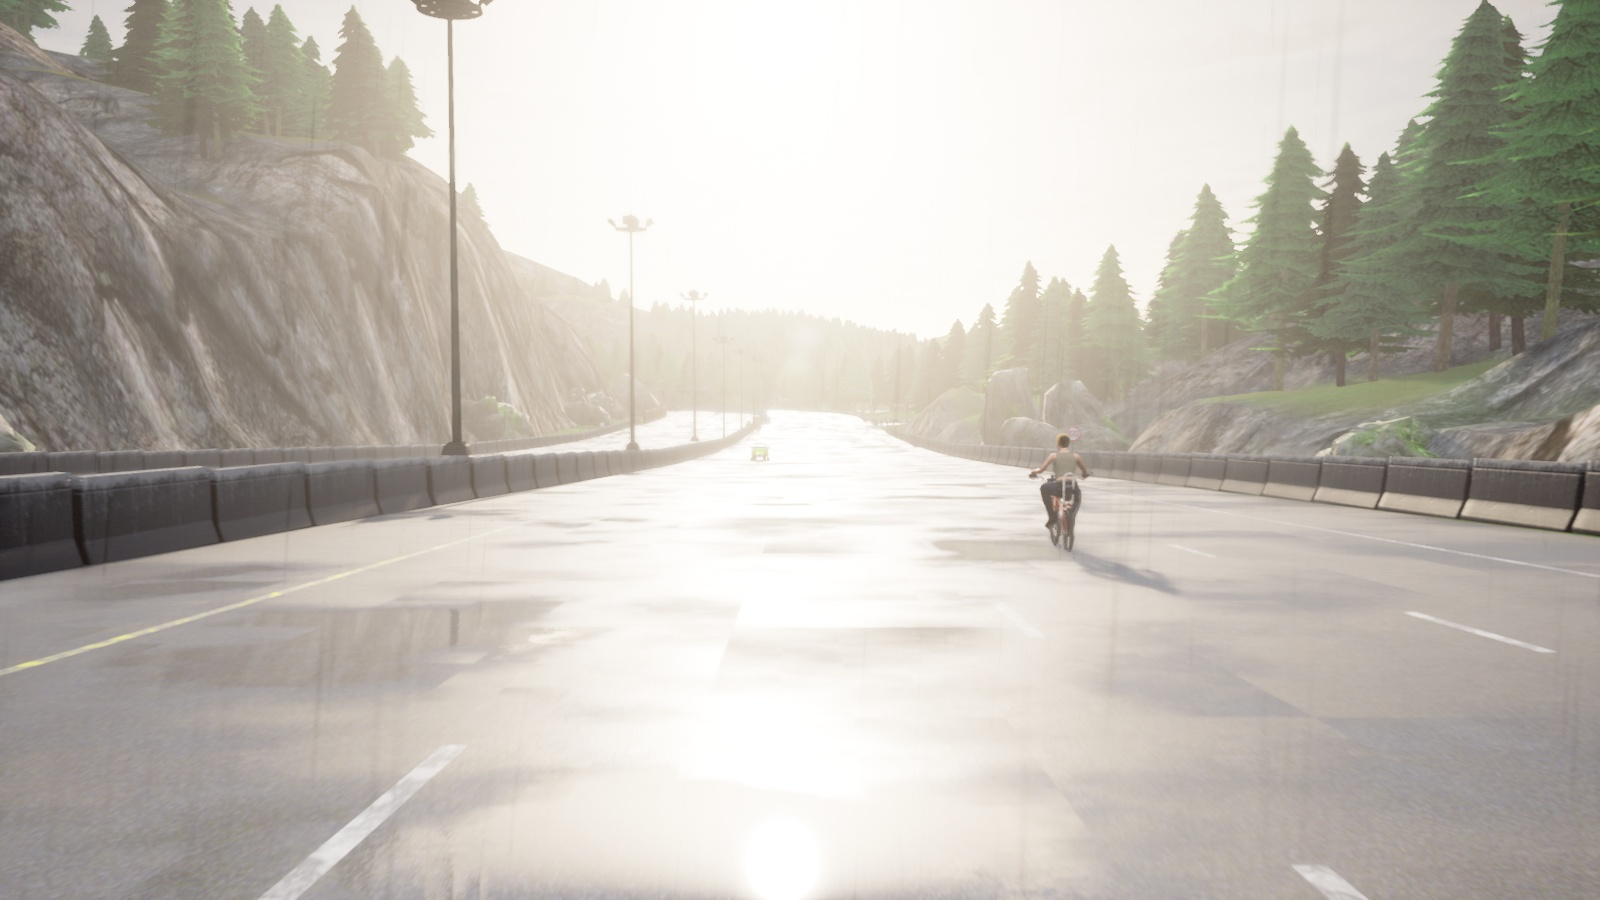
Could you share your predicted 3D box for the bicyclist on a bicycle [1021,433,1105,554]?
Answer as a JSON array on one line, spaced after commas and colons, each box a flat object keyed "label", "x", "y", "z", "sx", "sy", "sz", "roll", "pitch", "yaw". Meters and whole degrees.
[{"label": "bicyclist on a bicycle", "x": 3.636, "y": 0.579, "z": 17.494, "sx": 0.866, "sy": 1.612, "sz": 1.509, "roll": 0, "pitch": 0, "yaw": 0}]

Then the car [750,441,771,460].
[{"label": "car", "x": -2.953, "y": 0.059, "z": 93.698, "sx": 1.481, "sy": 1.376, "sz": 2.207, "roll": 0, "pitch": 1, "yaw": 0}]
